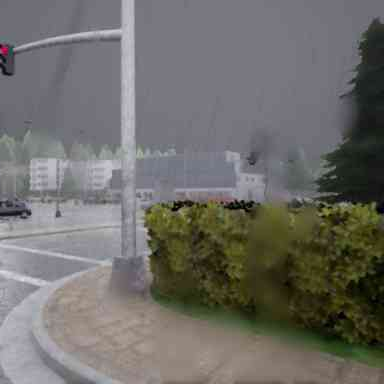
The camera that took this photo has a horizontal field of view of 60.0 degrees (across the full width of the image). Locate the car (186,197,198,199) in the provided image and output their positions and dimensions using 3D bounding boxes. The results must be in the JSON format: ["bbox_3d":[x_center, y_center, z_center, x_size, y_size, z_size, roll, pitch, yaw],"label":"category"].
[{"bbox_3d":[-0.237,1.524,48.084,1.845,1.501,3.633,0,0,36],"label":"car"}]

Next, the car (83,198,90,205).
[{"bbox_3d":[-17.821,1.338,60.442,1.905,1.878,3.866,0,0,36],"label":"car"}]

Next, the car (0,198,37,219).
[{"bbox_3d":[-15.470,1.487,26.972,2.007,1.523,4.514,0,0,36],"label":"car"}]

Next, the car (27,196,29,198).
[{"bbox_3d":[-23.155,1.546,41.922,1.845,1.501,3.633,0,0,36],"label":"car"}]

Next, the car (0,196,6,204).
[{"bbox_3d":[-40.681,1.677,67.855,2.007,1.523,4.514,0,0,36],"label":"car"}]

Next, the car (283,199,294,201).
[{"bbox_3d":[12.148,1.571,41.451,2.128,1.511,4.902,0,0,36],"label":"car"}]

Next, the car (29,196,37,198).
[{"bbox_3d":[-33.585,1.593,71.426,1.970,1.475,3.806,0,0,36],"label":"car"}]

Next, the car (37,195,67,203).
[{"bbox_3d":[-28.194,1.481,67.932,2.152,1.636,5.027,0,0,36],"label":"car"}]

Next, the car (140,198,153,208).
[{"bbox_3d":[-6.997,1.549,43.813,1.970,1.475,3.806,0,0,36],"label":"car"}]

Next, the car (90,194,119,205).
[{"bbox_3d":[-15.224,1.344,59.076,1.932,1.855,4.605,0,0,36],"label":"car"}]
